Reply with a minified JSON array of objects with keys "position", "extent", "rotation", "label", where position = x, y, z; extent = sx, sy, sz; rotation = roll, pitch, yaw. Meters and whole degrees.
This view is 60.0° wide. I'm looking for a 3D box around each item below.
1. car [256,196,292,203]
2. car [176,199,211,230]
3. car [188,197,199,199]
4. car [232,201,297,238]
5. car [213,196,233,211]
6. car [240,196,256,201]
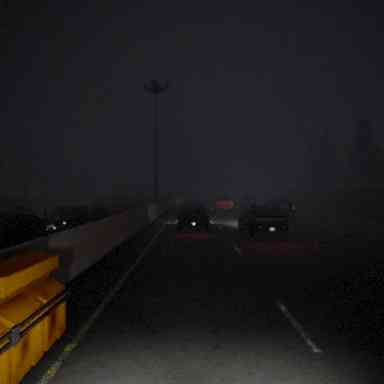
[{"position":[6.997,1.270,27.453],"extent":[2.097,1.767,4.553],"rotation":[0,0,0],"label":"car"},{"position":[0.097,1.446,20.419],"extent":[1.837,1.490,4.892],"rotation":[0,1,0],"label":"car"},{"position":[0.174,1.364,43.549],"extent":[2.128,1.511,4.902],"rotation":[0,0,1],"label":"car"},{"position":[3.597,1.439,17.306],"extent":[2.128,1.511,4.902],"rotation":[0,0,0],"label":"car"},{"position":[3.574,1.238,38.285],"extent":[2.097,1.767,4.553],"rotation":[0,0,0],"label":"car"},{"position":[7.089,1.230,40.997],"extent":[2.097,1.767,4.553],"rotation":[0,0,1],"label":"car"}]
